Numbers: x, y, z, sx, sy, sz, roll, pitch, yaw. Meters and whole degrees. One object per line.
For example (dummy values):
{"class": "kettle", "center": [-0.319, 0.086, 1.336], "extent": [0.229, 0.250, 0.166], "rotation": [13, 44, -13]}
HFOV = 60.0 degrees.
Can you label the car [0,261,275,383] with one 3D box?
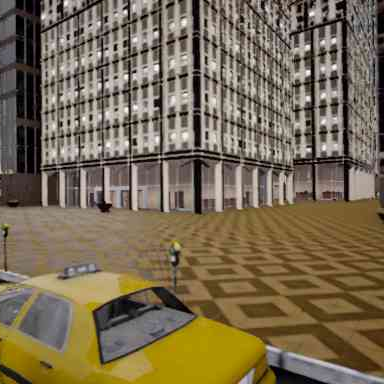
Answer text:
{"class": "car", "center": [-1.506, 1.515, 3.963], "extent": [4.829, 1.417, 1.752], "rotation": [0, -1, 36]}
